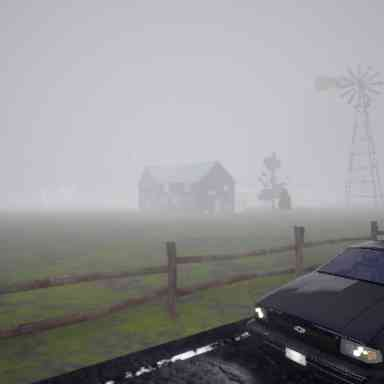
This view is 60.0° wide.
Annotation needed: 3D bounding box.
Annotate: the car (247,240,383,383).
[{"bbox_3d":[3.398,1.563,5.465,5.357,1.411,2.033,0,0,-35],"label":"car"}]
